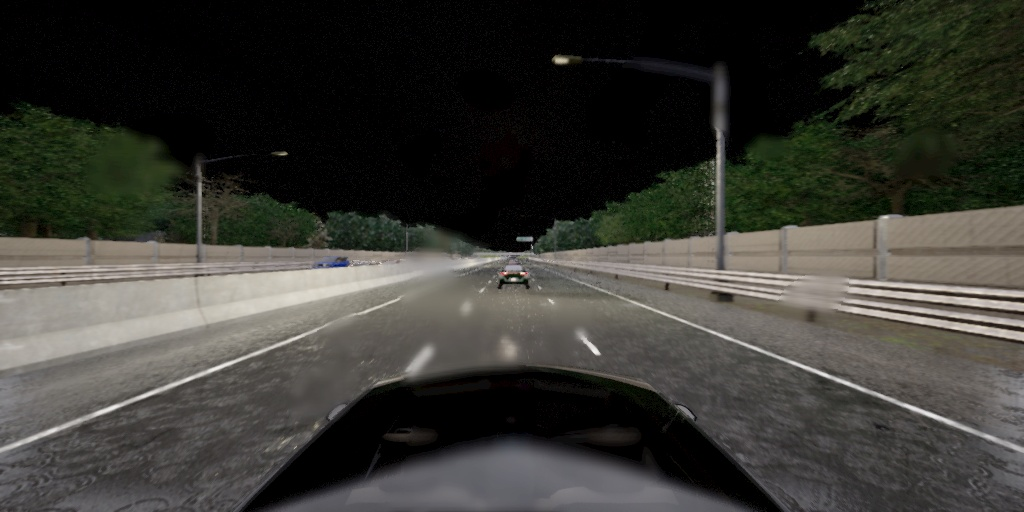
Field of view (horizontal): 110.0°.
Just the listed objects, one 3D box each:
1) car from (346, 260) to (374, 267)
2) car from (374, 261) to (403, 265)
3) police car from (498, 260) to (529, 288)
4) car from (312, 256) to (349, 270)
[{"bbox_3d":[-17.545,1.362,42.859,1.994,1.385,4.181,0,0,0],"label":"car"},{"bbox_3d":[-14.050,1.274,42.161,1.882,1.535,5.008,0,0,0],"label":"car"},{"bbox_3d":[0.109,1.265,24.138,2.038,1.542,4.974,0,0,0],"label":"police car"},{"bbox_3d":[-21.047,1.017,42.094,2.150,2.045,5.566,0,0,1],"label":"car"}]
